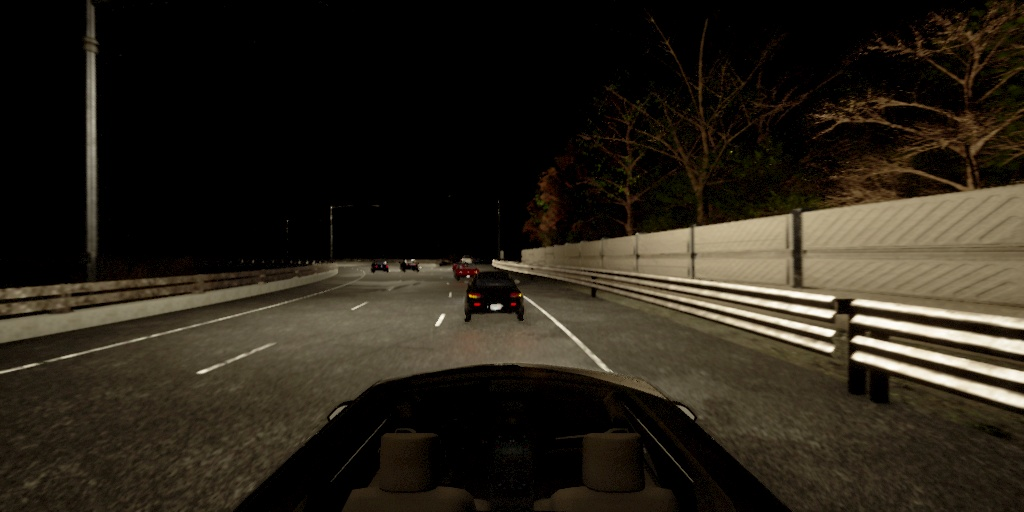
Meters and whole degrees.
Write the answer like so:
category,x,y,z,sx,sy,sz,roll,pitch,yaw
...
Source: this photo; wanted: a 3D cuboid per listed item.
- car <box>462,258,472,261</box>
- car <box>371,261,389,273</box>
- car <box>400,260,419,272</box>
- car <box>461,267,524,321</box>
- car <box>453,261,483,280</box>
category,x,y,z,sx,sy,sz,roll,pitch,yaw
car,-6.508,1.275,45.940,1.994,1.385,4.181,0,0,-8
car,-16.333,1.298,44.295,2.033,1.411,5.357,0,0,-25
car,-13.059,1.229,45.436,2.128,1.511,4.902,0,0,-24
car,-0.677,1.263,12.363,1.812,1.442,4.674,0,0,-6
car,-3.920,1.324,30.548,1.895,1.301,4.718,0,0,-12
